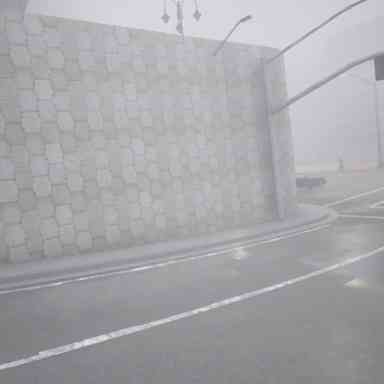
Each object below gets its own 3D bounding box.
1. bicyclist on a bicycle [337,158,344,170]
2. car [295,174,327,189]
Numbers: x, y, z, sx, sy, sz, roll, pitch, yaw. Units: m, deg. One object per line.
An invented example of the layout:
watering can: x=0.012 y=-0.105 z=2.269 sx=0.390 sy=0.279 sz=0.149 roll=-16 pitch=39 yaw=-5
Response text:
bicyclist on a bicycle: x=20.046 y=-3.826 z=44.885 sx=1.656 sy=1.620 sz=0.582 roll=-11 pitch=6 yaw=-35
car: x=9.999 y=-1.018 z=30.960 sx=1.895 sy=1.301 sz=4.718 roll=-11 pitch=6 yaw=-35
